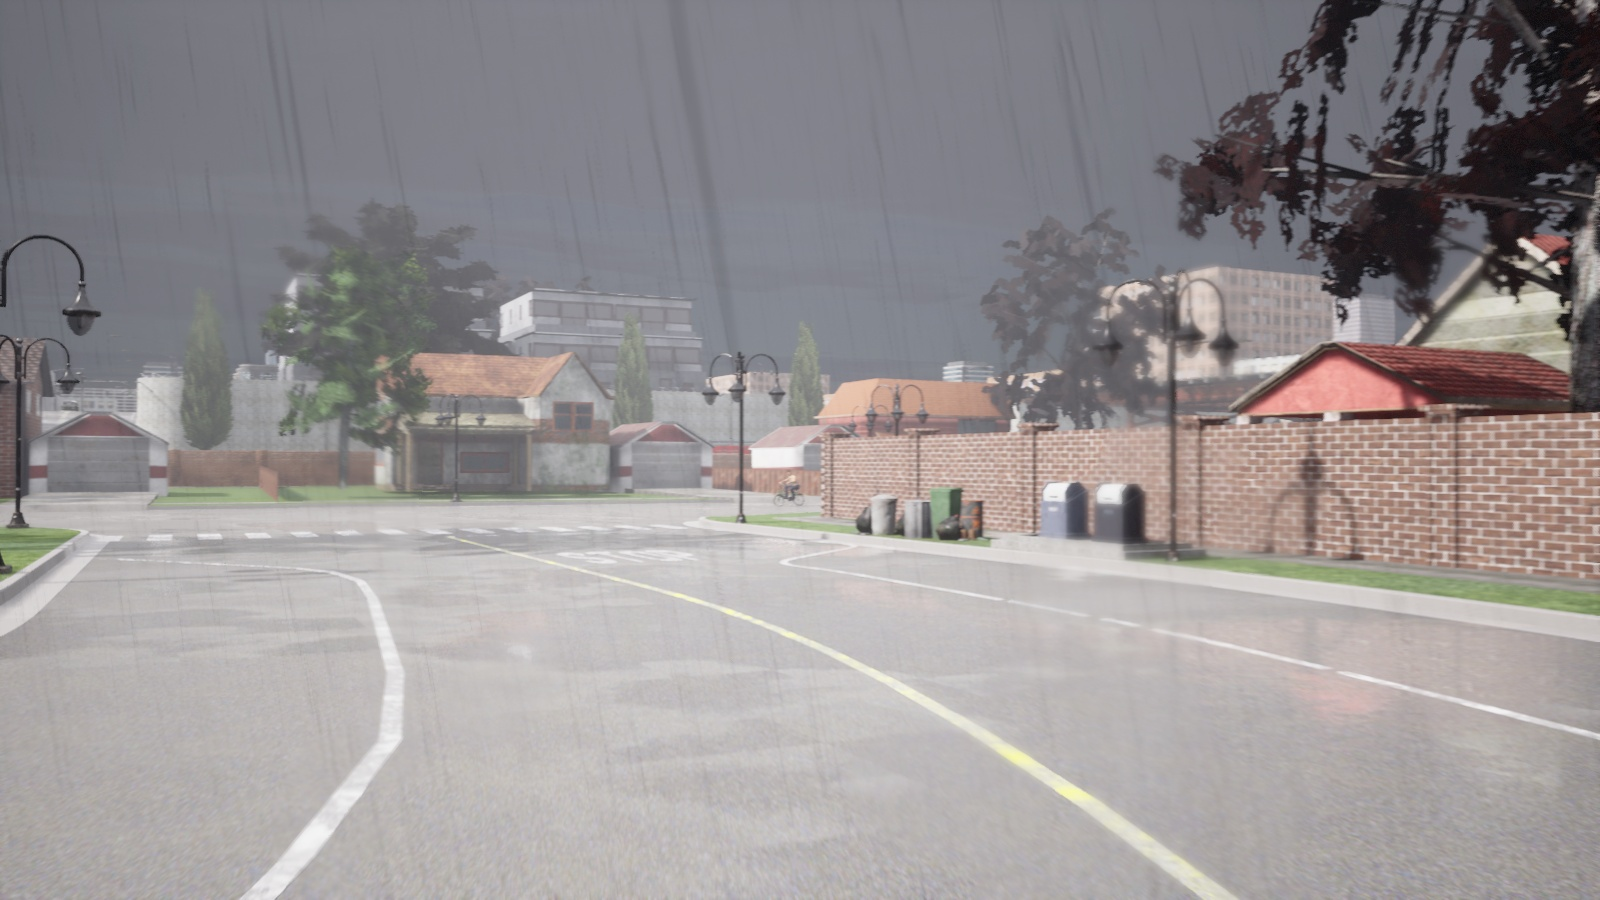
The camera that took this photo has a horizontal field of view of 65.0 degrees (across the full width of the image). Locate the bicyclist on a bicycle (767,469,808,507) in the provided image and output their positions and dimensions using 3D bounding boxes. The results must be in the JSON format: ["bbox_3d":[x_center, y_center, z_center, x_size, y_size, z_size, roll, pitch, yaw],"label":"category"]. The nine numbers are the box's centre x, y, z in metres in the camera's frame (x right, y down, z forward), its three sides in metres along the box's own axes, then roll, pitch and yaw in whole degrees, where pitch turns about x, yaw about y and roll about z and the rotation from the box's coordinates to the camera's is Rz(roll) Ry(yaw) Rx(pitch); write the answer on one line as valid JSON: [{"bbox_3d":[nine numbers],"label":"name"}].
[{"bbox_3d":[-0.551,1.652,54.628,1.509,1.612,0.866,-1,0,-26],"label":"bicyclist on a bicycle"}]
